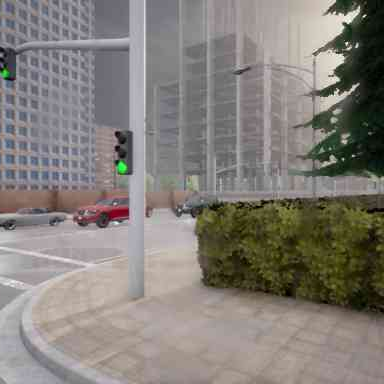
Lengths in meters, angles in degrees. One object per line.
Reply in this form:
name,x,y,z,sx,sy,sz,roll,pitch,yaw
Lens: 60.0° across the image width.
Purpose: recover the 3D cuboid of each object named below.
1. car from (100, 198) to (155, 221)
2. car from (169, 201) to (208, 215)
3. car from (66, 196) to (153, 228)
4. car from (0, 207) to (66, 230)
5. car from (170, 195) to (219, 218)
car,-5.536,1.407,29.130,2.097,1.767,4.553,0,0,35
car,-0.309,1.656,36.444,1.895,1.301,4.718,0,0,36
car,-5.508,1.277,23.168,2.150,2.045,5.566,0,0,33
car,-10.750,1.656,21.801,1.895,1.301,4.718,0,0,35
car,0.528,1.277,31.595,2.150,2.045,5.566,0,0,36
